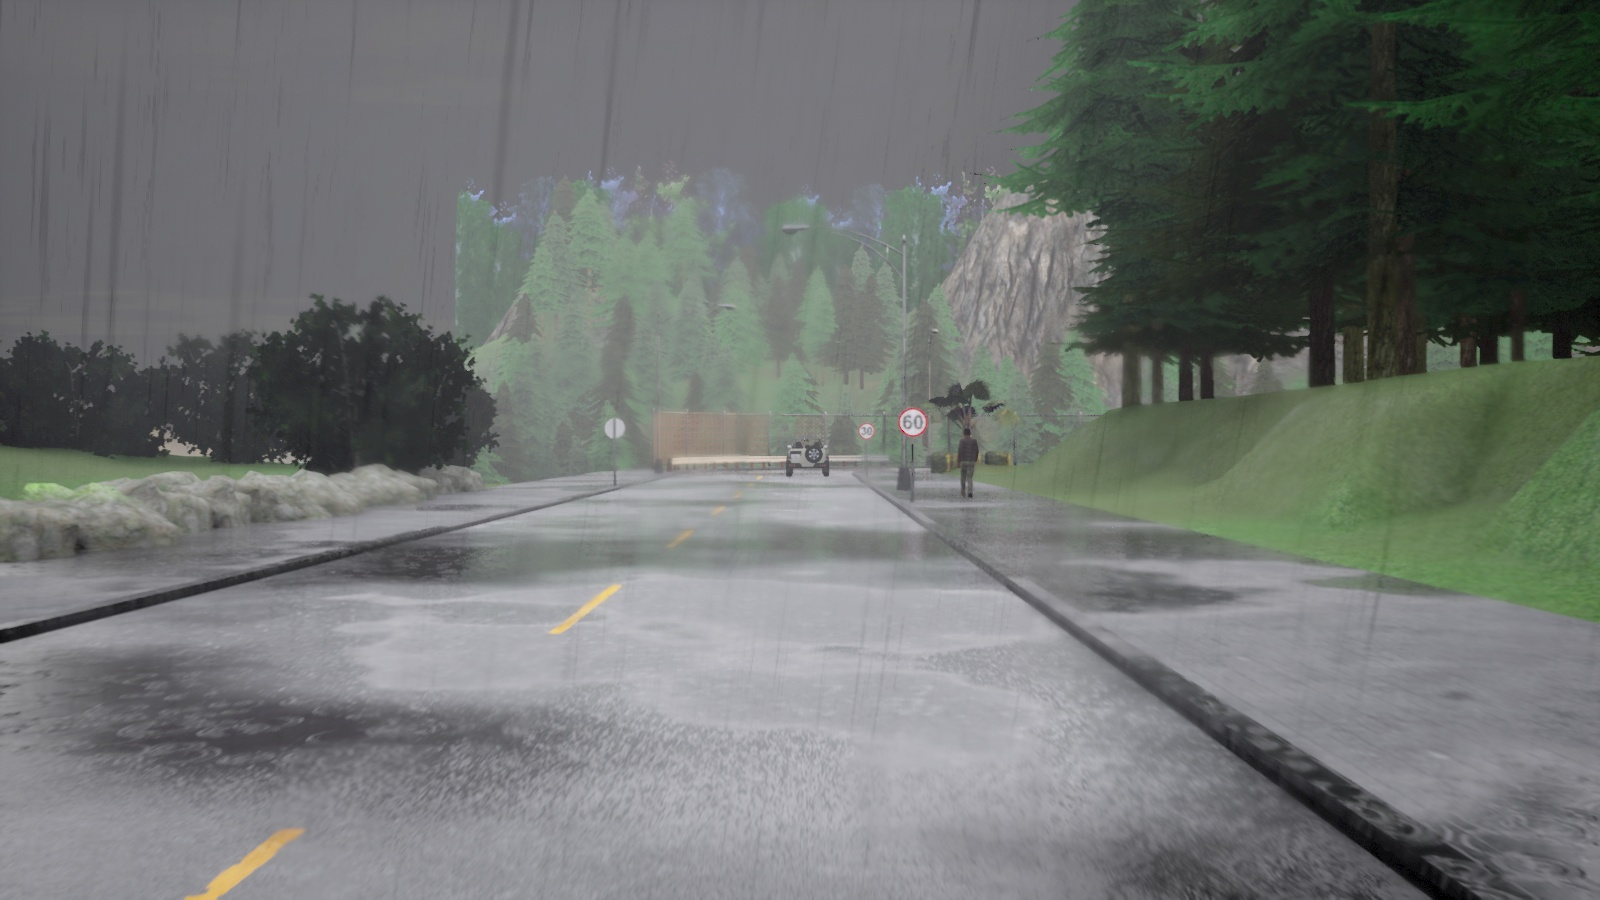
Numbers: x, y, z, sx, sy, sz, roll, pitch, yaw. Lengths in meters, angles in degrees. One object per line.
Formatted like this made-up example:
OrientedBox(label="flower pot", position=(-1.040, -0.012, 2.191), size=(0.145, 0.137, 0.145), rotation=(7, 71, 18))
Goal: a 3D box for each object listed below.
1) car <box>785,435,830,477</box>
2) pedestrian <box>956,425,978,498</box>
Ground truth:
OrientedBox(label="car", position=(0.346, 0.242, 57.076), size=(1.932, 1.855, 4.605), rotation=(0, 0, 0))
OrientedBox(label="pedestrian", position=(4.242, 0.280, 31.966), size=(0.431, 1.840, 0.703), rotation=(0, 0, -3))
